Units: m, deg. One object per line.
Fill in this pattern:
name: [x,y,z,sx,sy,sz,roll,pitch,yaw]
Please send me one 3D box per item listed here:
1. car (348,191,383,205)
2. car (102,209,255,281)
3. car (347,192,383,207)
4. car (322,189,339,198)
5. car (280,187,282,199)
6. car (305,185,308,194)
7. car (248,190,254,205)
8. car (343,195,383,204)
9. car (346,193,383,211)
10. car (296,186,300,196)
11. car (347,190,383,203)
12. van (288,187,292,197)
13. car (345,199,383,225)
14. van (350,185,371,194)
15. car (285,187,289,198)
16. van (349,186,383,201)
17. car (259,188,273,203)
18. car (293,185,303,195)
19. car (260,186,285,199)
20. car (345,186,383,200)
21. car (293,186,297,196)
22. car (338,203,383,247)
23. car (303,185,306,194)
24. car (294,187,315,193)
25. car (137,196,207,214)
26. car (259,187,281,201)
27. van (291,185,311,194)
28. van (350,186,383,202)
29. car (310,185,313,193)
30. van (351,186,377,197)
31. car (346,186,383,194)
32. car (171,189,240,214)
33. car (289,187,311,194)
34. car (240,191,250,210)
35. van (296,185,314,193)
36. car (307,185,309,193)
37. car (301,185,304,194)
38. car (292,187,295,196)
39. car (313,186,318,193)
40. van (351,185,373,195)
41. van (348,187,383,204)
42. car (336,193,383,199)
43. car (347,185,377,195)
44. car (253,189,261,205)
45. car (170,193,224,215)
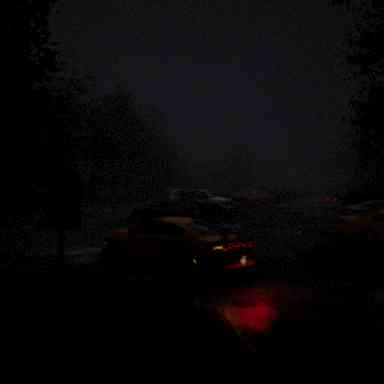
car: [20.816,0.694,38.776,4.792,1.488,2.163,1,2,26]
car: [-0.609,1.451,9.542,5.008,1.535,1.882,1,-3,43]
car: [19.676,0.763,36.397,4.792,1.488,2.163,1,2,26]
car: [24.198,0.194,57.342,2.128,1.511,4.902,1,2,25]
car: [9.008,0.471,44.480,4.892,1.521,2.231,1,2,26]
car: [20.832,-0.154,69.592,5.366,1.575,1.946,1,2,26]
car: [3.032,0.876,31.971,4.892,1.521,2.231,1,2,26]
car: [10.112,1.279,16.413,4.553,1.767,2.185,1,2,26]
car: [17.179,0.928,31.314,4.792,1.488,2.163,1,2,26]
car: [16.179,0.125,59.512,4.792,1.488,2.163,1,2,26]
car: [23.185,0.533,43.779,5.008,1.535,2.097,1,2,26]
van: [12.716,0.054,51.932,4.442,1.987,1.878,1,2,26]
car: [12.419,1.278,21.316,4.674,1.452,2.002,1,2,26]
van: [39.876,-0.548,78.918,4.442,1.987,1.878,1,1,26]
car: [11.437,0.369,49.472,4.792,1.488,2.163,1,2,26]
van: [25.468,0.184,48.822,4.442,1.987,1.878,1,2,26]
car: [6.507,0.613,39.671,5.366,1.575,1.946,1,2,26]
car: [17.236,0.029,62.082,5.366,1.575,1.946,1,2,26]
car: [10.242,0.278,46.967,4.553,1.767,2.185,1,2,26]
car: [26.743,0.099,51.280,5.566,2.045,2.435,1,2,26]
car: [14.980,0.186,57.008,4.792,1.488,2.163,1,2,26]
car: [8.882,1.488,13.935,5.008,1.535,2.097,1,2,26]
car: [19.795,-0.086,67.011,4.892,1.521,2.231,1,2,26]
car: [29.403,-0.515,87.001,4.792,1.488,2.163,1,1,26]
car: [-1.795,1.244,21.976,4.792,1.488,2.163,1,2,26]
car: [7.986,0.543,41.902,5.366,1.575,1.946,1,2,26]
van: [26.887,-0.680,82.074,4.442,1.987,1.878,1,2,26]
van: [24.482,0.248,46.223,4.442,1.987,1.878,1,2,26]
car: [24.590,-0.331,77.025,5.008,1.535,2.097,1,2,26]
van: [32.908,-0.180,63.822,4.442,1.987,1.878,1,2,26]
car: [16.035,0.733,28.783,5.566,2.045,2.435,1,2,26]
car: [0.655,0.794,26.947,5.566,2.045,2.435,1,2,26]
car: [25.795,-0.352,79.526,4.674,1.452,2.002,1,2,26]
car: [1.995,0.960,29.391,5.366,1.575,1.946,1,2,26]
van: [30.475,-0.789,89.571,4.442,1.987,1.878,1,1,26]
car: [22.170,-0.335,72.026,4.553,1.767,2.185,1,2,26]
car: [18.608,-0.025,64.502,4.892,1.521,2.231,1,2,26]
car: [13.782,0.247,54.505,4.792,1.488,2.163,1,2,26]
car: [28.217,-0.764,84.514,5.566,2.045,2.435,1,2,26]
van: [38.833,-0.481,76.199,4.442,1.987,1.878,1,2,26]
van: [21.881,0.370,41.310,4.442,1.987,1.878,1,2,25]
car: [13.450,1.147,23.891,5.366,1.575,1.946,1,2,26]
car: [36.365,-0.390,71.378,5.566,2.045,2.435,1,2,26]
car: [4.057,0.784,34.556,5.366,1.575,1.946,1,2,26]
car: [-0.565,1.130,24.463,5.008,1.535,2.097,1,2,26]
